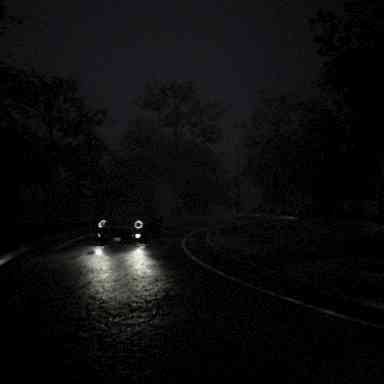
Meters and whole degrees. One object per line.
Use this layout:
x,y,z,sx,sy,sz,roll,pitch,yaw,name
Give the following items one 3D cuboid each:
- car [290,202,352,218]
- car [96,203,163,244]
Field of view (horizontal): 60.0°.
12.024,1.670,31.044,5.357,1.411,2.033,1,0,-4,car
-2.753,1.332,15.654,2.097,1.767,4.553,1,0,7,car
